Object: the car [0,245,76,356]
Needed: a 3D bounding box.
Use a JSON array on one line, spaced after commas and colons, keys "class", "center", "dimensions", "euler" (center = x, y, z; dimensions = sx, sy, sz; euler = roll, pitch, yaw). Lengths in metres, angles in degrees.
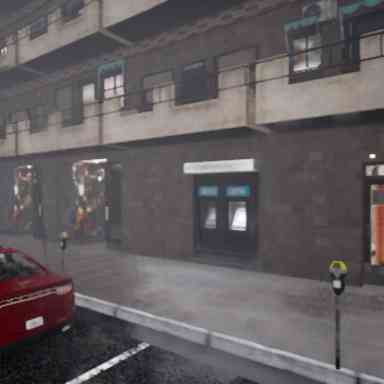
[{"class": "car", "center": [-3.858, 1.579, 5.621], "dimensions": [4.507, 1.381, 1.887], "euler": [0, 0, 36]}]
